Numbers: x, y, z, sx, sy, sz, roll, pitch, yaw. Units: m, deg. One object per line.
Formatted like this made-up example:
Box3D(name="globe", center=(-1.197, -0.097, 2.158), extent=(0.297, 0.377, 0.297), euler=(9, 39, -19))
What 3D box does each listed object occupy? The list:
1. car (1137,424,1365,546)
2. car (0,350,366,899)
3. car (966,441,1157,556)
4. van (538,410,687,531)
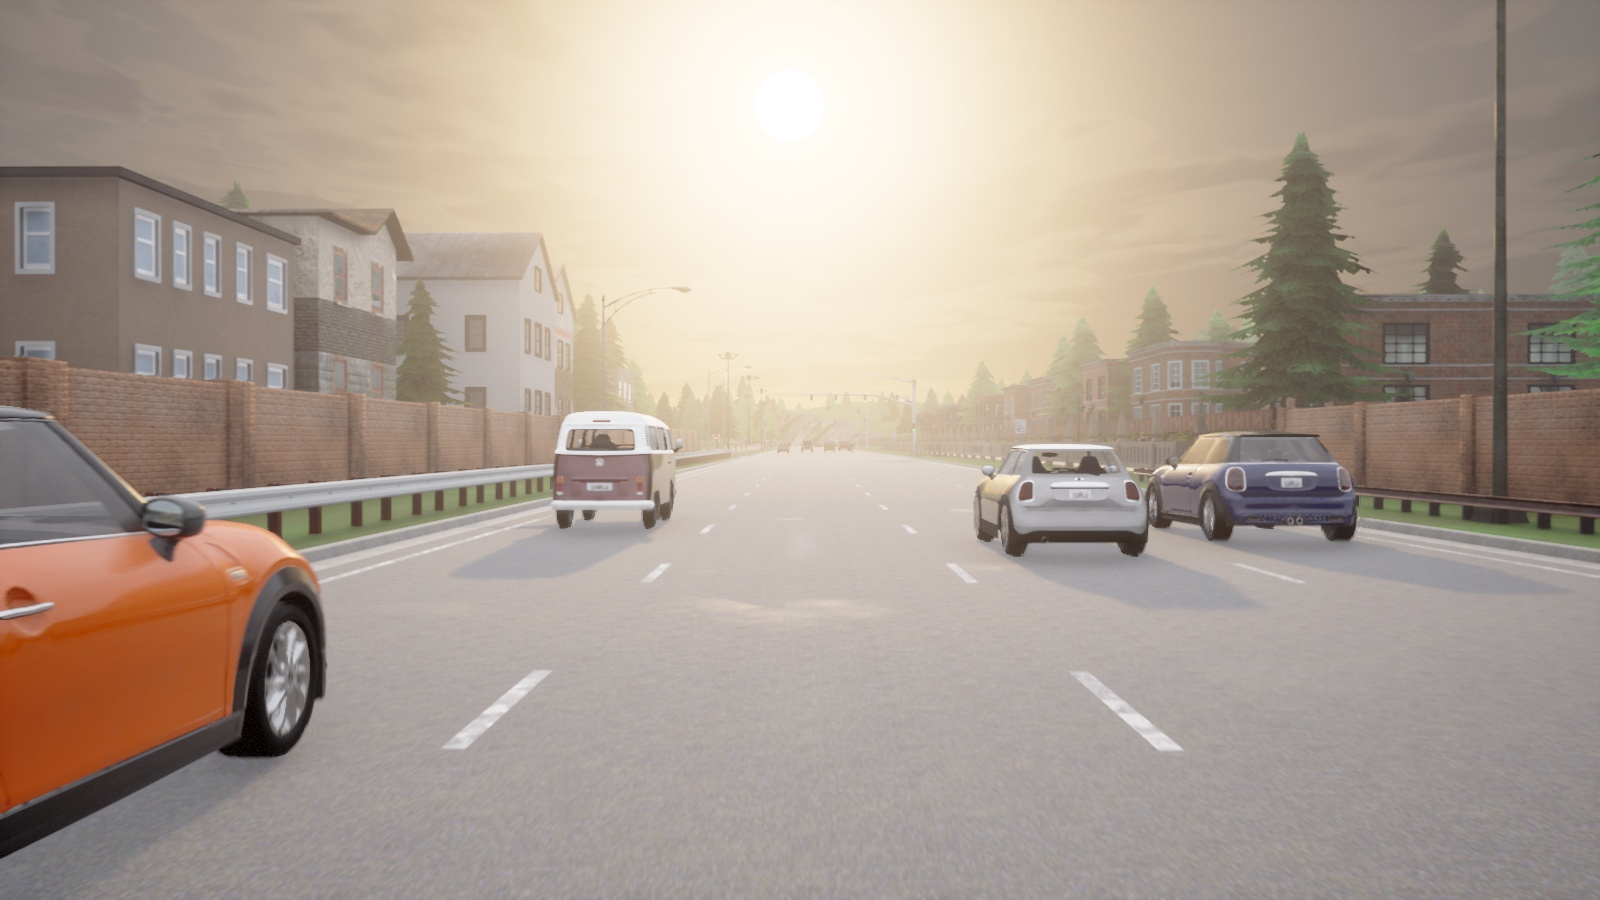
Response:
Box3D(name="car", center=(7.132, 0.495, 20.427), extent=(2.097, 1.767, 4.553), euler=(0, 0, 0))
Box3D(name="car", center=(-3.458, 0.576, 4.663), extent=(2.097, 1.767, 4.553), euler=(0, 0, 0))
Box3D(name="car", center=(3.618, 0.613, 18.052), extent=(1.970, 1.475, 3.806), euler=(0, 0, 0))
Box3D(name="van", center=(-3.352, 0.336, 23.333), extent=(2.069, 2.038, 4.480), euler=(0, 0, 0))
